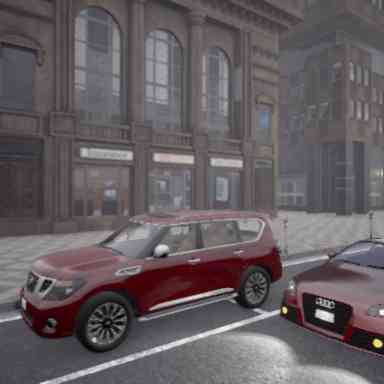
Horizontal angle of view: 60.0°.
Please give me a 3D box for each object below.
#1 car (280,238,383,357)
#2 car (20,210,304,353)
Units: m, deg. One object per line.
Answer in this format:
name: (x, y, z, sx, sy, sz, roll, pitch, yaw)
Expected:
car: (3.500, 1.562, 5.853, 4.181, 1.385, 1.994, 0, 0, -35)
car: (-0.410, 1.315, 6.340, 5.009, 1.841, 2.192, 0, 0, -35)
